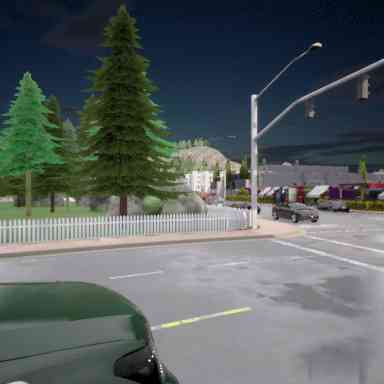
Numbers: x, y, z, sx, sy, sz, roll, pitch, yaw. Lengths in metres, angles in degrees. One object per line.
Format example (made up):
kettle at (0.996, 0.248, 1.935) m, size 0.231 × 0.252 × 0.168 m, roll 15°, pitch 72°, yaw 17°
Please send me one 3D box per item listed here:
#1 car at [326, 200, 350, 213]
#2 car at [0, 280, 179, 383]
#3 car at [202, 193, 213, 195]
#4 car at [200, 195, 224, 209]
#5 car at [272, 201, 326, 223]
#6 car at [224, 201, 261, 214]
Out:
car at (15.841, 1.619, 37.905) m, size 1.994 × 1.385 × 4.181 m, roll 0°, pitch 0°, yaw -16°
car at (-2.744, 1.222, 1.679) m, size 5.566 × 2.045 × 2.150 m, roll 0°, pitch 0°, yaw -36°
car at (2.985, 1.277, 69.612) m, size 2.150 × 2.045 × 5.566 m, roll 0°, pitch 0°, yaw -16°
car at (2.868, 1.547, 44.236) m, size 2.128 × 1.511 × 4.902 m, roll 0°, pitch 0°, yaw -16°
car at (8.071, 1.560, 26.343) m, size 1.837 × 1.490 × 4.892 m, roll 0°, pitch 0°, yaw -14°
car at (5.483, 1.656, 35.250) m, size 1.895 × 1.301 × 4.718 m, roll 0°, pitch 0°, yaw -16°
